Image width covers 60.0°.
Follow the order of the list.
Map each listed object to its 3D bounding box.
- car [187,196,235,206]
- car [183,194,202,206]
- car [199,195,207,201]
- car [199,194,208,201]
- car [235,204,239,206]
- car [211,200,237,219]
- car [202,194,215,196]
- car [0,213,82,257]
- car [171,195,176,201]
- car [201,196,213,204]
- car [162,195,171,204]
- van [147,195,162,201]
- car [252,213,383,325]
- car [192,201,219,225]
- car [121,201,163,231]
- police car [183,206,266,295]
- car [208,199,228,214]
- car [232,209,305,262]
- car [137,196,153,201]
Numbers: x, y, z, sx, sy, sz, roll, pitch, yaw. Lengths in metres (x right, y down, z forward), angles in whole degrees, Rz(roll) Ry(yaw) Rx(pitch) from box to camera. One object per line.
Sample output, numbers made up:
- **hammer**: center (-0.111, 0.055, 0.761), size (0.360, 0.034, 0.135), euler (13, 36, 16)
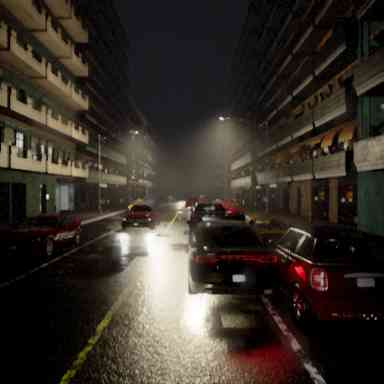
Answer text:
- **car**: center (0.930, 1.321, 18.690), size (2.097, 1.767, 4.553), euler (0, 0, 0)
- **car**: center (0.110, 1.423, 45.606), size (1.882, 1.535, 5.008), euler (0, 0, 1)
- **car**: center (2.834, 1.546, 86.353), size (1.947, 1.339, 4.313), euler (0, 0, 0)
- **car**: center (2.824, 1.411, 80.694), size (1.967, 1.590, 4.097), euler (0, 0, 0)
- **car**: center (2.728, 1.507, 24.077), size (1.887, 1.381, 4.507), euler (0, 0, 0)
- **car**: center (2.738, 1.499, 29.743), size (1.887, 1.381, 4.507), euler (0, 0, 0)
- **car**: center (2.775, 1.262, 52.385), size (2.192, 1.841, 5.009), euler (0, 0, 0)
- **car**: center (-5.671, 1.523, 12.790), size (1.887, 1.381, 4.507), euler (0, 0, 0)
- **car**: center (-5.556, 1.496, 80.563), size (1.752, 1.417, 4.829), euler (0, 0, 0)
- **car**: center (2.796, 1.504, 63.709), size (2.008, 1.369, 4.403), euler (0, 0, 0)
- **car**: center (-5.585, 1.393, 63.747), size (1.967, 1.590, 4.097), euler (0, 0, 0)
- **van**: center (-5.614, 1.287, 46.762), size (1.690, 1.788, 3.998), euler (0, 0, 0)
- **car**: center (2.699, 1.426, 7.090), size (1.967, 1.590, 4.097), euler (0, 0, 0)
- **car**: center (0.877, 1.487, 24.716), size (1.812, 1.442, 4.674), euler (0, 0, 0)
- **car**: center (-3.067, 1.493, 20.544), size (1.812, 1.442, 4.674), euler (0, 0, 0)
- **police car**: center (0.814, 1.409, 8.810), size (1.930, 1.638, 5.238), euler (0, 0, -1)
- **car**: center (2.747, 1.474, 35.571), size (1.752, 1.417, 4.829), euler (0, 0, 0)
- **car**: center (2.709, 1.503, 12.922), size (1.752, 1.417, 4.829), euler (0, 0, 0)
- **car**: center (-5.633, 1.475, 35.268), size (1.752, 1.417, 4.829), euler (0, 0, 0)
